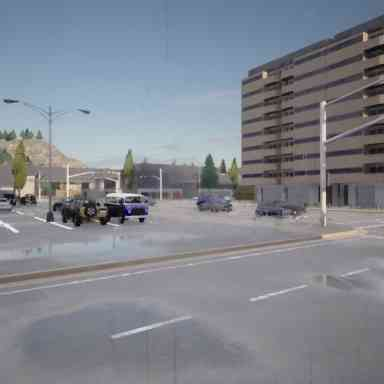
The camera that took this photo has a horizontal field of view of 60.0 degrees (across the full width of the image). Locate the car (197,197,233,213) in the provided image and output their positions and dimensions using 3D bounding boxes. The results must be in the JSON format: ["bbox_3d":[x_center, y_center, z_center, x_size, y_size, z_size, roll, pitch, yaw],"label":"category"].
[{"bbox_3d":[2.665,1.619,37.370,1.994,1.385,4.181,0,0,-35],"label":"car"}]

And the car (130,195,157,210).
[{"bbox_3d":[-7.492,1.619,51.697,1.994,1.385,4.181,0,0,-35],"label":"car"}]

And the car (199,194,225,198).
[{"bbox_3d":[2.844,1.278,43.154,2.150,2.045,5.566,0,0,-35],"label":"car"}]

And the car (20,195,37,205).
[{"bbox_3d":[-27.251,1.209,55.363,1.932,1.855,4.605,0,0,-35],"label":"car"}]

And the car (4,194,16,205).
[{"bbox_3d":[-29.647,1.212,53.739,1.905,1.878,3.866,0,0,-35],"label":"car"}]

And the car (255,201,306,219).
[{"bbox_3d":[7.722,1.619,30.253,1.994,1.385,4.181,0,0,-35],"label":"car"}]

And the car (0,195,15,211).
[{"bbox_3d":[-21.785,1.451,37.908,1.970,1.475,3.806,0,0,-35],"label":"car"}]
